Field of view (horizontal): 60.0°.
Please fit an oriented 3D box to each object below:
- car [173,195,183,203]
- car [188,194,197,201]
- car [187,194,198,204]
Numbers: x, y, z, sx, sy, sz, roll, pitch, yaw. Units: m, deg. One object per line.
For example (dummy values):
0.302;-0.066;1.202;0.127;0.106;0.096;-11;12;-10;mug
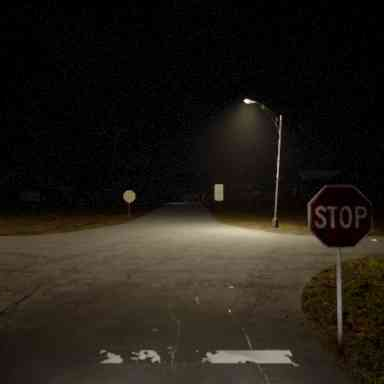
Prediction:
-2.641;1.329;65.412;2.033;1.411;5.357;0;0;0;car
0.119;1.191;71.247;2.033;1.411;5.357;0;0;0;car
0.101;1.300;60.810;2.128;1.511;4.902;0;0;0;car
